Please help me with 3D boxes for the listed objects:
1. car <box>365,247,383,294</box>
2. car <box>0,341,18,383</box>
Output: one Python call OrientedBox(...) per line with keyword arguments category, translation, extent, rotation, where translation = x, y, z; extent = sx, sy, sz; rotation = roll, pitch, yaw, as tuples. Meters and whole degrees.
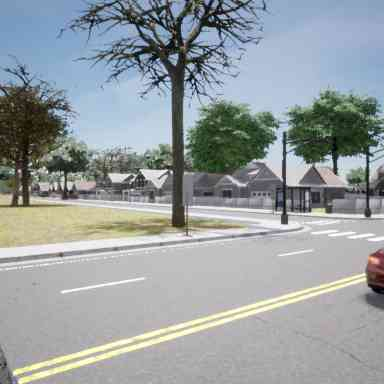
OrientedBox(category="car", translation=(5.704, 1.525, 7.486), extent=(4.674, 1.442, 1.812), rotation=(0, 0, -36))
OrientedBox(category="car", translation=(-3.552, 1.220, 0.911), extent=(5.566, 2.045, 2.150), rotation=(0, 0, -36))
